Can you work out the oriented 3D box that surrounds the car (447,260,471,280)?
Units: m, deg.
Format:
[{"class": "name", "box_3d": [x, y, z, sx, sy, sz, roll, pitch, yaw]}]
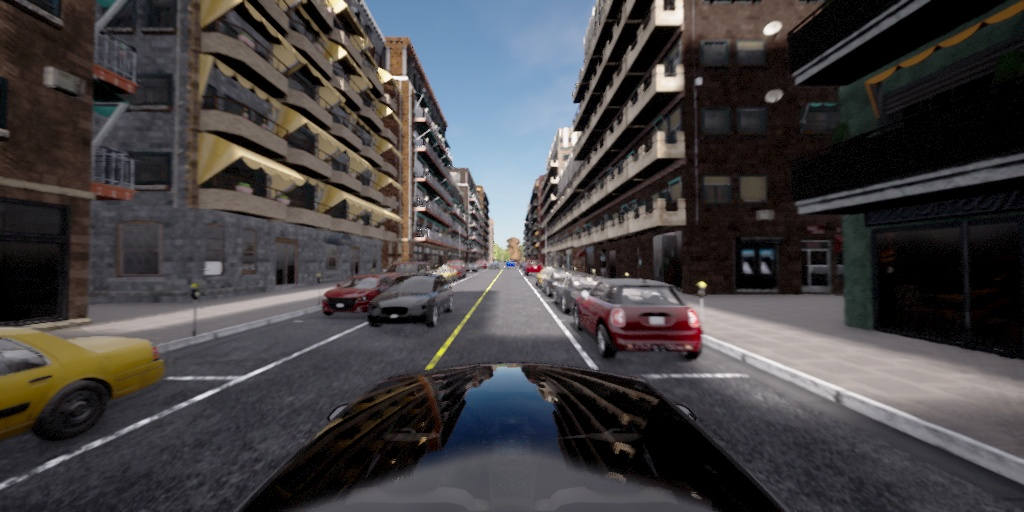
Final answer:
[{"class": "car", "box_3d": [-5.817, 1.379, 36.429, 2.192, 1.841, 5.009, 0, 0, 0]}]

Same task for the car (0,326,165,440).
[{"class": "car", "box_3d": [-5.681, 1.304, 2.853, 1.751, 1.417, 4.829, 0, 0, 0]}]

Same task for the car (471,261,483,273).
[{"class": "car", "box_3d": [-5.884, 1.777, 53.133, 1.948, 1.339, 4.313, 0, 0, 0]}]

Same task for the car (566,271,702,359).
[{"class": "car", "box_3d": [2.677, 1.240, 8.592, 1.967, 1.591, 4.097, 0, 0, 0]}]

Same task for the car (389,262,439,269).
[{"class": "car", "box_3d": [-5.749, 1.235, 19.727, 2.192, 1.841, 5.009, 0, 0, 0]}]

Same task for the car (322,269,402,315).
[{"class": "car", "box_3d": [-5.727, 1.418, 14.159, 1.888, 1.381, 4.507, 0, 0, 0]}]

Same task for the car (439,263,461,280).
[{"class": "car", "box_3d": [-5.794, 1.542, 30.692, 1.751, 1.417, 4.829, 0, 0, 0]}]

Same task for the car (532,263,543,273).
[{"class": "car", "box_3d": [2.609, 1.468, 25.465, 1.751, 1.417, 4.829, 0, 0, 0]}]

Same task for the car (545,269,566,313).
[{"class": "car", "box_3d": [2.654, 1.398, 14.160, 2.007, 1.370, 4.403, 0, 0, 0]}]

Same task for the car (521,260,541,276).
[{"class": "car", "box_3d": [2.542, 1.402, 41.998, 2.192, 1.841, 5.009, 0, 0, 0]}]

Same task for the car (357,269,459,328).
[{"class": "car", "box_3d": [-3.128, 1.350, 11.918, 1.837, 1.490, 4.892, 0, 0, 0]}]

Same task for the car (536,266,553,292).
[{"class": "car", "box_3d": [2.632, 1.445, 19.727, 2.007, 1.370, 4.403, 0, 0, 0]}]
